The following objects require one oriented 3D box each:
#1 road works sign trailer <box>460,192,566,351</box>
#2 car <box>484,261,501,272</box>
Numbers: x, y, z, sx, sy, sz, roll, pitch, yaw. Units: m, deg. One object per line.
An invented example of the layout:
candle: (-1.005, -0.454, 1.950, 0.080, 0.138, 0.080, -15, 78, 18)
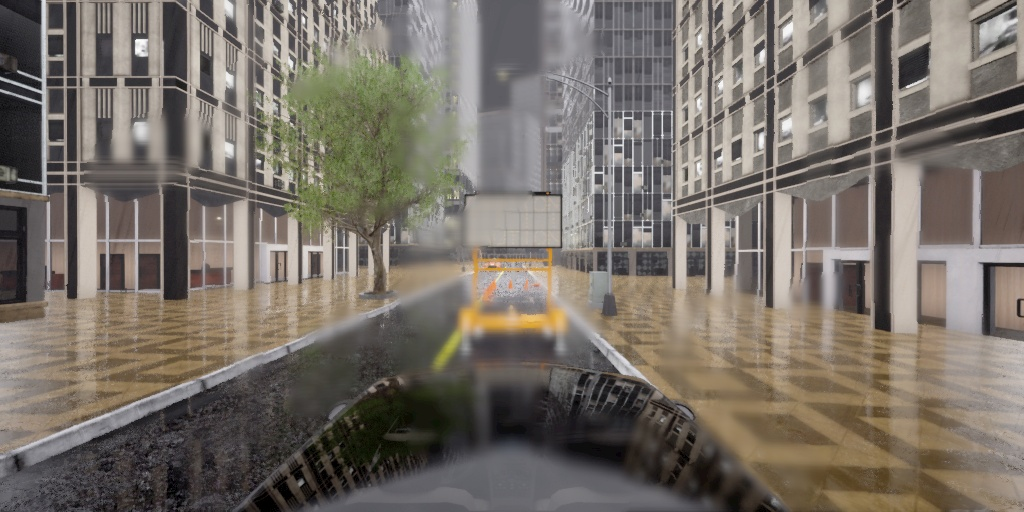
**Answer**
road works sign trailer: (0.034, 0.213, 8.941, 2.380, 3.560, 2.880, 0, 0, 0)
car: (-2.559, 1.140, 47.846, 2.097, 1.767, 4.553, 0, 0, 0)
